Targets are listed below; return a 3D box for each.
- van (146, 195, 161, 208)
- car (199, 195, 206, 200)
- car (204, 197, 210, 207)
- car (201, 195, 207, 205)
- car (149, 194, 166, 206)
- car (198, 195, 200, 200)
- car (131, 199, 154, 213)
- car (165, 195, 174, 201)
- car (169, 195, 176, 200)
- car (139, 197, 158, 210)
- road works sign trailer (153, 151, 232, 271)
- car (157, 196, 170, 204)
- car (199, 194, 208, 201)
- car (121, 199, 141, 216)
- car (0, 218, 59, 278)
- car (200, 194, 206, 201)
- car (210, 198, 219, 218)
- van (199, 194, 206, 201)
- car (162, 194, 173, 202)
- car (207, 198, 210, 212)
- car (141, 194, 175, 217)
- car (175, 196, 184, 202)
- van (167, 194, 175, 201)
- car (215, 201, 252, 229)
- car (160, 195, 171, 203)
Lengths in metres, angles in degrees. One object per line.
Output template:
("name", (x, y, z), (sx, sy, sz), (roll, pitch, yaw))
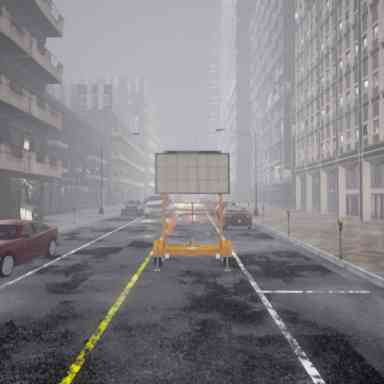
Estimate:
("van", (-5.592, 1.346, 49.052), (1.690, 1.788, 3.998), (1, 0, 0))
("car", (2.857, 1.566, 93.500), (1.947, 1.339, 4.313), (1, 0, 0))
("car", (2.766, 1.551, 38.020), (1.887, 1.381, 4.507), (1, 0, 0))
("car", (2.784, 1.556, 49.116), (2.008, 1.369, 4.403), (1, 0, 0))
("car", (-5.582, 1.320, 54.598), (2.192, 1.841, 5.009), (1, 0, 0))
("car", (2.820, 1.586, 71.308), (1.802, 1.307, 4.206), (1, 0, 0))
("car", (-5.614, 1.551, 37.958), (1.887, 1.381, 4.507), (1, 0, 0))
("car", (-5.551, 1.528, 82.161), (1.752, 1.417, 4.829), (1, 0, 0))
("car", (-5.490, 1.525, 93.255), (1.752, 1.417, 4.829), (1, 0, 0))
("car", (-5.603, 1.446, 43.505), (1.967, 1.590, 4.097), (1, 0, 0))
("road works sign trailer", (0.016, 0.467, 10.857), (2.380, 3.560, 2.880), (0, 0, 0))
("car", (-5.568, 1.555, 65.691), (2.008, 1.369, 4.403), (1, 0, 0))
("car", (2.841, 1.443, 82.404), (1.967, 1.590, 4.097), (1, 0, 0))
("car", (-5.622, 1.446, 32.410), (1.967, 1.590, 4.097), (1, 0, 0))
("car", (-5.660, 1.547, 10.224), (1.887, 1.381, 4.507), (1, 0, 0))
("car", (2.803, 1.530, 60.381), (1.752, 1.417, 4.829), (1, 0, 0))
("car", (2.749, 1.446, 26.923), (1.967, 1.590, 4.097), (1, 0, 0))
("van", (2.852, 1.342, 87.951), (1.690, 1.788, 3.998), (1, 0, 0))
("car", (-5.549, 1.318, 76.785), (2.192, 1.841, 5.009), (1, 0, 0))
("car", (2.757, 1.551, 32.472), (1.887, 1.381, 4.507), (1, 0, 0))
("car", (-3.049, 1.227, 31.228), (2.150, 2.045, 5.566), (0, 0, 0))
("car", (-2.881, 1.525, 72.657), (1.812, 1.442, 4.674), (0, 0, 0))
("van", (-5.503, 1.342, 87.879), (1.690, 1.788, 3.998), (1, 0, 0))
("car", (2.738, 1.549, 21.376), (1.887, 1.381, 4.507), (1, 0, 0))
("car", (-5.557, 1.444, 71.238), (1.967, 1.590, 4.097), (1, 0, 0))
